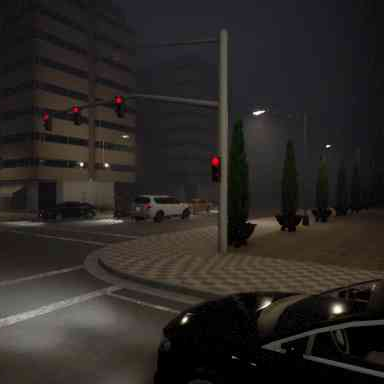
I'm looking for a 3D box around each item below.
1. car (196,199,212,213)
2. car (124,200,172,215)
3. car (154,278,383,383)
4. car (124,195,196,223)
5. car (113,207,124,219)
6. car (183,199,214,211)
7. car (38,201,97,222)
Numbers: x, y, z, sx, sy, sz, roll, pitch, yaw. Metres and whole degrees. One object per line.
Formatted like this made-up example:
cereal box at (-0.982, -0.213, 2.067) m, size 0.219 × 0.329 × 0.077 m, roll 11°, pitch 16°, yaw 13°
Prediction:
car at (0.311, 1.533, 36.346) m, size 1.882 × 1.535 × 5.008 m, roll 0°, pitch 0°, yaw 35°
car at (-4.593, 1.603, 35.470) m, size 2.033 × 1.411 × 5.357 m, roll 0°, pitch 0°, yaw 35°
car at (1.853, 1.492, 2.652) m, size 4.902 × 1.511 × 2.128 m, roll 0°, pitch 0°, yaw 36°
car at (-2.349, 1.277, 26.138) m, size 2.150 × 2.045 × 5.566 m, roll 0°, pitch 0°, yaw 35°
car at (-4.837, 1.619, 29.058) m, size 1.994 × 1.385 × 4.181 m, roll 0°, pitch 0°, yaw 35°
car at (0.856, 1.619, 43.161) m, size 1.994 × 1.385 × 4.181 m, roll 0°, pitch 0°, yaw 36°
car at (-10.212, 1.560, 27.513) m, size 1.837 × 1.490 × 4.892 m, roll 0°, pitch 0°, yaw 35°
